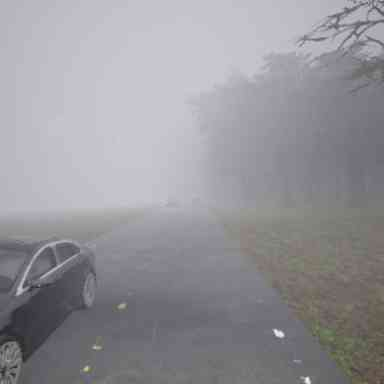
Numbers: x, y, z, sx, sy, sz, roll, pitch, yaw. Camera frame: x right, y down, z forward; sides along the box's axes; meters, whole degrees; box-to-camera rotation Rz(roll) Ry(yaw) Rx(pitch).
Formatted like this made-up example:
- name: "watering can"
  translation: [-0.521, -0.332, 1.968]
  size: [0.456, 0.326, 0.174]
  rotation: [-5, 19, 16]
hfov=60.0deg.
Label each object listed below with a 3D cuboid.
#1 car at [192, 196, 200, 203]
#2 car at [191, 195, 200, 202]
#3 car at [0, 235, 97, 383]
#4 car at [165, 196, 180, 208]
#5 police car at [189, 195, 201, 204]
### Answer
- name: "car"
  translation: [0.872, 1.790, 81.185]
  size: [1.882, 1.535, 5.008]
  rotation: [0, -1, 0]
- name: "car"
  translation: [0.874, 1.740, 87.159]
  size: [2.097, 1.767, 4.553]
  rotation: [0, -1, 0]
- name: "car"
  translation: [-2.847, 1.487, 4.960]
  size: [2.128, 1.511, 4.902]
  rotation: [0, 0, 0]
- name: "car"
  translation: [-2.798, 1.424, 48.539]
  size: [2.097, 1.767, 4.553]
  rotation: [0, 0, 0]
- name: "police car"
  translation: [0.867, 1.635, 71.293]
  size: [1.930, 1.638, 5.238]
  rotation: [0, 0, 0]
